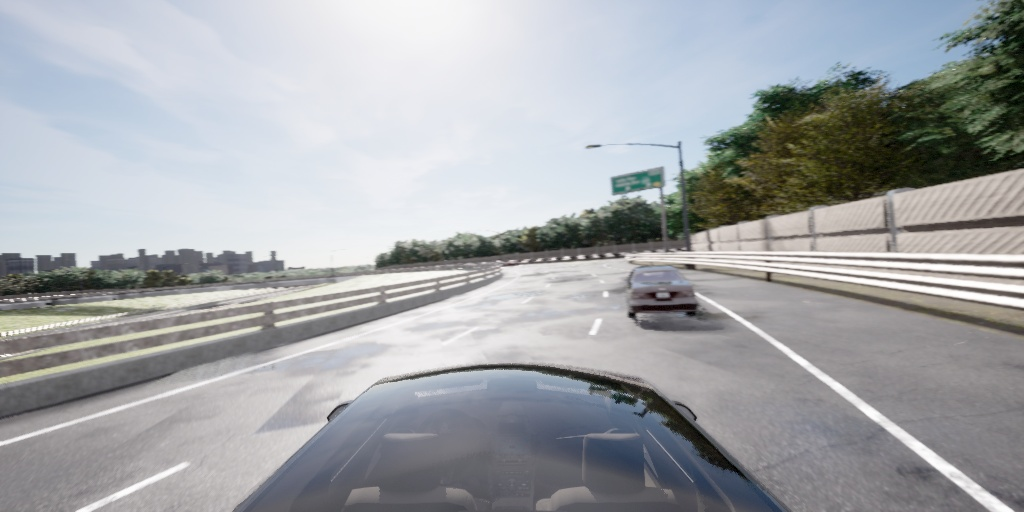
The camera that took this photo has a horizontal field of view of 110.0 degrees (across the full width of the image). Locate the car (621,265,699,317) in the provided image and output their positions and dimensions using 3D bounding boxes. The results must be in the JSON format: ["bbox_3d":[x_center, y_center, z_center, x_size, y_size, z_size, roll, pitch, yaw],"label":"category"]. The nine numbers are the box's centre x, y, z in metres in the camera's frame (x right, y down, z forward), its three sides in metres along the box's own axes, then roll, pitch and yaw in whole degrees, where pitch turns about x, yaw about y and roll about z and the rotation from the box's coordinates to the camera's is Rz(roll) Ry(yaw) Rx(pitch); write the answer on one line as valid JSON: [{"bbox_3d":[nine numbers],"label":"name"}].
[{"bbox_3d":[4.583,1.005,11.558,2.033,1.411,5.357,-5,0,17],"label":"car"}]
